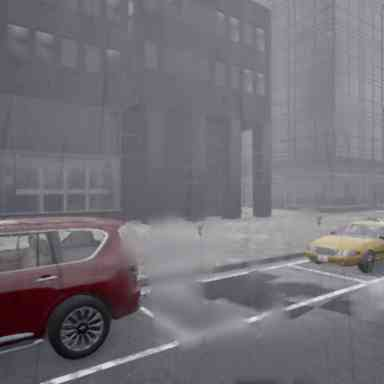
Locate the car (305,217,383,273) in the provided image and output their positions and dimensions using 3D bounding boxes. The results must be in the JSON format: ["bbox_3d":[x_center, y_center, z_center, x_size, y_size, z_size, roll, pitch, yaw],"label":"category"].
[{"bbox_3d":[5.593,1.522,10.638,4.829,1.417,1.752,0,0,-35],"label":"car"}]

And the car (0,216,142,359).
[{"bbox_3d":[-3.105,1.316,4.436,5.009,1.841,2.192,0,0,-35],"label":"car"}]
